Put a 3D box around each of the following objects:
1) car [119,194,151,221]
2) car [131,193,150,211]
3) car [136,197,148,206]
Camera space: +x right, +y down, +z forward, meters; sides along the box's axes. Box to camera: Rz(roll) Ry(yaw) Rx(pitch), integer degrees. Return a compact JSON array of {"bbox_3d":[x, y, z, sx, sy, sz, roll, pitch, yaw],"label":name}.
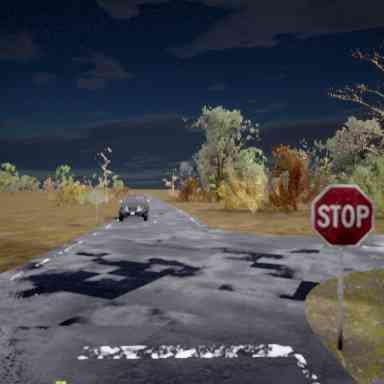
[{"bbox_3d":[-4.638,1.215,27.120,2.150,2.045,5.566,0,0,-6],"label":"car"},{"bbox_3d":[-6.331,1.211,40.966,2.150,2.045,5.566,0,0,-8],"label":"car"},{"bbox_3d":[-8.359,1.547,55.611,1.994,1.385,4.181,0,0,-8],"label":"car"}]
